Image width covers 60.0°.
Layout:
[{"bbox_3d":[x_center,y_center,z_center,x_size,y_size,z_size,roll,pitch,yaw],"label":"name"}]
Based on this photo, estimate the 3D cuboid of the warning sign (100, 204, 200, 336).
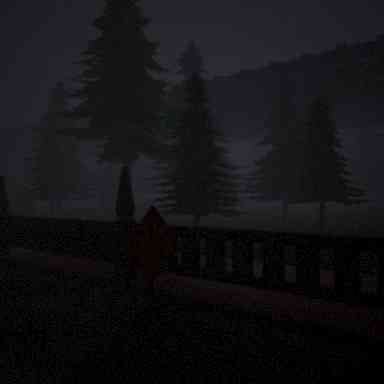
[{"bbox_3d":[-0.684,1.156,5.642,1.060,1.860,1.300,-1,0,35],"label":"warning sign"}]
